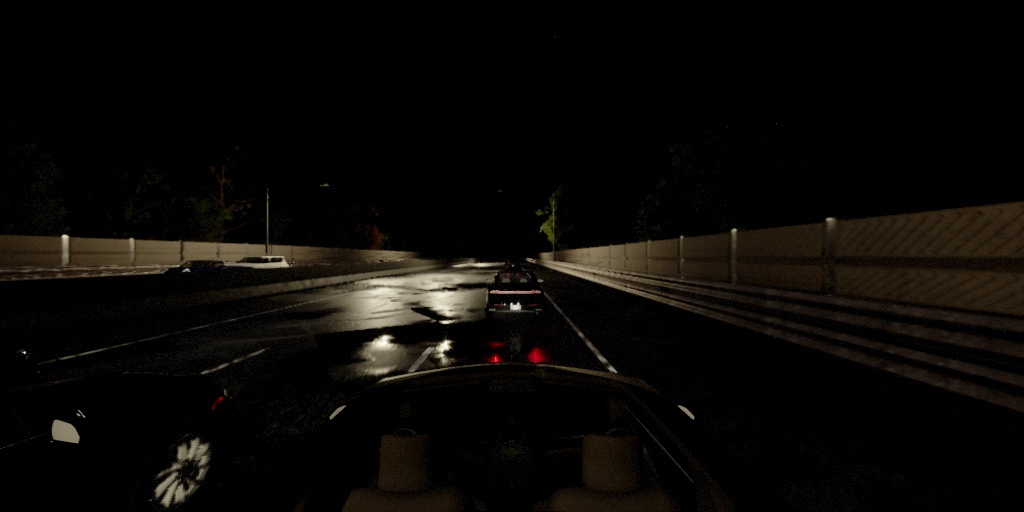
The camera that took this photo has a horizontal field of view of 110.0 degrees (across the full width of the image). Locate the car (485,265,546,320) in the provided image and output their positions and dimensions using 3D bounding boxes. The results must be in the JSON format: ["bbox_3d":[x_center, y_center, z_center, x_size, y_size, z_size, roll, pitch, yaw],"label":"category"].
[{"bbox_3d":[0.102,1.244,12.569,2.128,1.511,4.902,0,0,0],"label":"car"}]

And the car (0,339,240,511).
[{"bbox_3d":[-3.399,1.255,1.268,1.837,1.490,4.892,0,0,0],"label":"car"}]

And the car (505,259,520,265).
[{"bbox_3d":[0.106,1.189,44.427,2.033,1.649,4.856,0,0,0],"label":"car"}]

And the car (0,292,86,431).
[{"bbox_3d":[-6.899,1.243,2.463,2.128,1.511,4.902,0,0,0],"label":"car"}]

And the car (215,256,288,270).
[{"bbox_3d":[-21.062,0.982,29.752,2.150,2.045,5.566,0,0,0],"label":"car"}]

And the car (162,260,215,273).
[{"bbox_3d":[-24.571,1.110,28.056,2.097,1.767,4.553,0,0,0],"label":"car"}]

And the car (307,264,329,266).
[{"bbox_3d":[-17.544,1.359,32.149,1.895,1.301,4.718,0,0,1],"label":"car"}]
